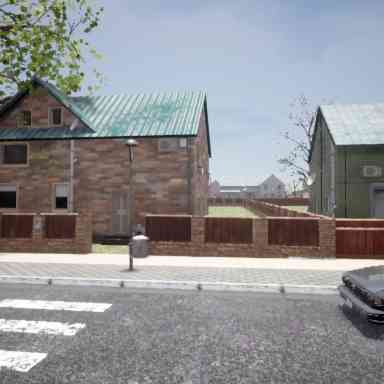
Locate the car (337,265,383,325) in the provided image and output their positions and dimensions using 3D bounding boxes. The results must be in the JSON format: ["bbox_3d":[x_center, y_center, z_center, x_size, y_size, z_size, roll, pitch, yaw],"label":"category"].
[{"bbox_3d":[5.511,1.630,5.710,5.357,1.411,2.033,0,-2,8],"label":"car"}]
